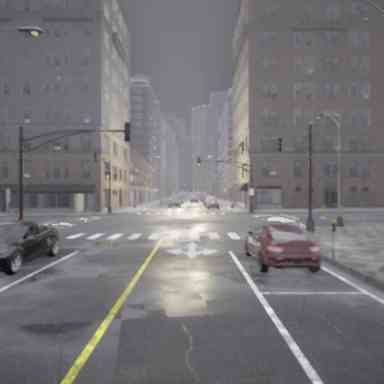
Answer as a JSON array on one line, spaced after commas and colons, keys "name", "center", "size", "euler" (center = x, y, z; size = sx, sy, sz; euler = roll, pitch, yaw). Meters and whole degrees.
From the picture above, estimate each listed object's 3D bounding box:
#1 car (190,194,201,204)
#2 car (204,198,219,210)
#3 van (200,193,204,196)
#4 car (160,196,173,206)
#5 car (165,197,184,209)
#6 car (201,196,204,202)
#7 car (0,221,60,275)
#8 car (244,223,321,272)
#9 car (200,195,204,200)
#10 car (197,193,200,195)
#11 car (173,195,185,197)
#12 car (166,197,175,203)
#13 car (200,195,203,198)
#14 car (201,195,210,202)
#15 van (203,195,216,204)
[{"name": "car", "center": [0.535, 1.898, 76.395], "size": [1.812, 1.442, 4.674], "euler": [0, 0, 1]}, {"name": "car", "center": [3.046, 1.872, 47.956], "size": [1.802, 1.307, 4.206], "euler": [0, 0, 1]}, {"name": "van", "center": [3.342, 1.724, 81.272], "size": [1.690, 1.788, 3.998], "euler": [0, 0, 1]}, {"name": "car", "center": [-5.333, 1.943, 64.693], "size": [1.802, 1.307, 4.206], "euler": [0, 0, 1]}, {"name": "car", "center": [-2.733, 1.912, 52.795], "size": [1.895, 1.301, 4.718], "euler": [0, 0, 1]}, {"name": "car", "center": [3.194, 1.943, 64.614], "size": [1.802, 1.307, 4.206], "euler": [0, 0, 1]}, {"name": "car", "center": [-5.764, 1.646, 10.751], "size": [1.947, 1.339, 4.313], "euler": [0, 0, 0]}, {"name": "car", "center": [2.762, 1.663, 10.747], "size": [1.802, 1.307, 4.206], "euler": [0, 0, 0]}, {"name": "car", "center": [3.244, 1.957, 70.164], "size": [1.802, 1.307, 4.206], "euler": [0, 0, 1]}, {"name": "car", "center": [0.622, 1.695, 86.397], "size": [1.882, 1.535, 5.008], "euler": [0, 0, 1]}, {"name": "car", "center": [-2.536, 1.914, 68.334], "size": [2.033, 1.411, 5.357], "euler": [0, 0, 1]}, {"name": "car", "center": [-5.183, 1.965, 81.351], "size": [1.802, 1.307, 4.206], "euler": [0, 0, 1]}, {"name": "car", "center": [3.293, 1.963, 75.720], "size": [1.802, 1.307, 4.206], "euler": [0, 0, 1]}, {"name": "car", "center": [3.391, 1.700, 86.823], "size": [2.192, 1.841, 5.009], "euler": [0, 0, 1]}, {"name": "van", "center": [3.094, 1.656, 53.509], "size": [1.690, 1.788, 3.998], "euler": [0, 0, 1]}]
